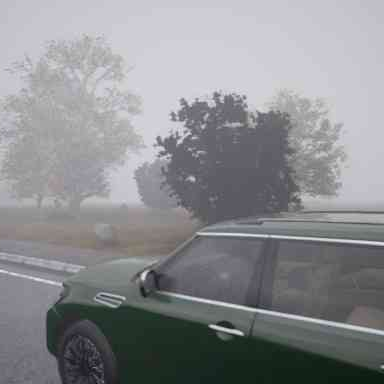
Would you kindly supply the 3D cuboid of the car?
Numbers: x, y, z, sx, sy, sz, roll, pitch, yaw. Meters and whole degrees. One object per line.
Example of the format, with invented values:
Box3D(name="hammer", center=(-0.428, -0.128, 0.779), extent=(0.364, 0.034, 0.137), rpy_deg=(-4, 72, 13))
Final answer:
Box3D(name="car", center=(0.932, 1.213, 3.225), extent=(5.566, 2.045, 2.150), rpy_deg=(0, 0, 35))
